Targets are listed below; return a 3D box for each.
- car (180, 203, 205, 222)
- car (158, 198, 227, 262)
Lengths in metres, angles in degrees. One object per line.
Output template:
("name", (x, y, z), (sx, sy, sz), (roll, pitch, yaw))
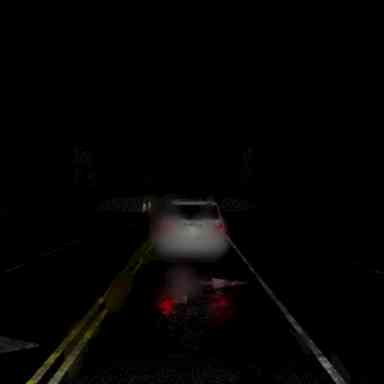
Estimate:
("car", (0.033, 1.626, 27.858), (1.895, 1.301, 4.718), (0, 0, 1))
("car", (0.035, 1.235, 12.366), (2.150, 2.045, 5.566), (0, 0, 1))
